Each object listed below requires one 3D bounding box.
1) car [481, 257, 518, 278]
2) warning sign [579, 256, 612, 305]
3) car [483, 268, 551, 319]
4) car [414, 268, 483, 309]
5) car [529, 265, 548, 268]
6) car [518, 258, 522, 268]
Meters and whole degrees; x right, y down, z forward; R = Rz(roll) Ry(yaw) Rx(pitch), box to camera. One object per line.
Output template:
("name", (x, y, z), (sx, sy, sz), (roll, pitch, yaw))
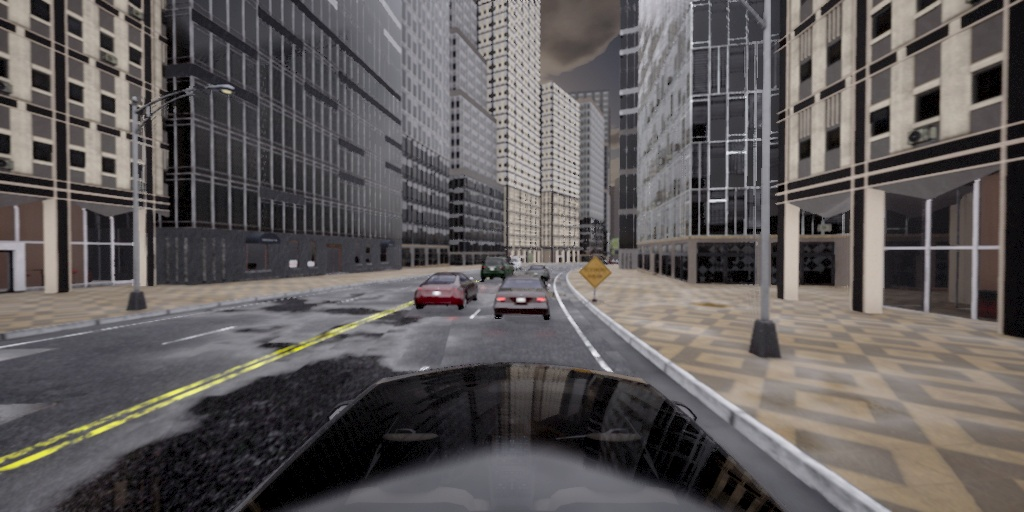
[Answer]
("car", (-1.172, 1.113, 30.476), (2.150, 2.045, 5.566), (0, 0, 8))
("warning sign", (3.271, 0.930, 14.236), (1.300, 1.860, 1.060), (0, 0, 4))
("car", (0.434, 1.352, 13.059), (2.033, 1.411, 5.357), (0, 0, 4))
("car", (-2.654, 1.372, 15.319), (1.994, 1.385, 4.181), (0, -1, 4))
("car", (2.324, 1.472, 31.907), (1.994, 1.385, 4.181), (0, 0, 8))
("car", (-0.004, 1.253, 55.462), (2.150, 2.045, 5.566), (0, 0, 14))
